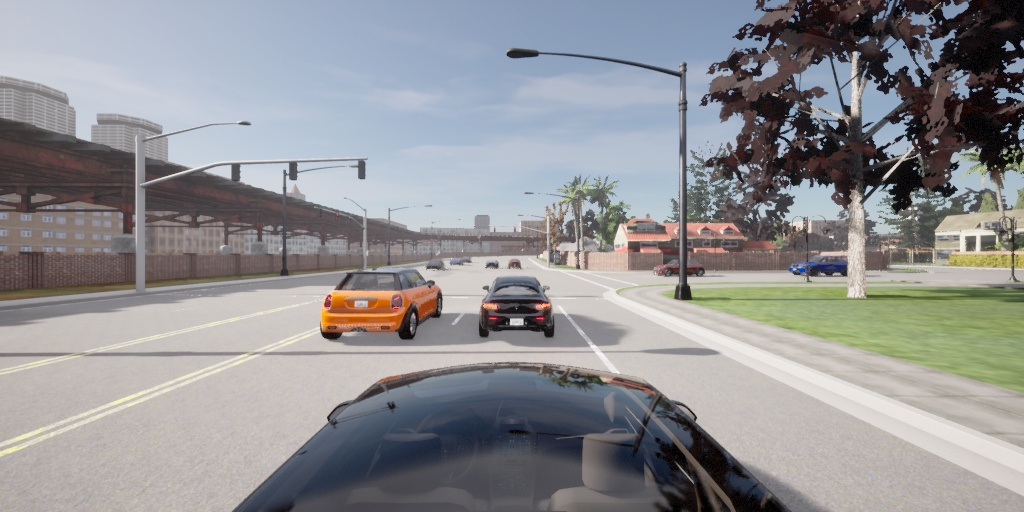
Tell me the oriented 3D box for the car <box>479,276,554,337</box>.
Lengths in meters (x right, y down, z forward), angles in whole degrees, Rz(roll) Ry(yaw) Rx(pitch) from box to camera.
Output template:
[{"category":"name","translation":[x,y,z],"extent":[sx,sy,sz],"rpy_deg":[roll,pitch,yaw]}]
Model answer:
[{"category":"car","translation":[0.122,1.276,10.145],"extent":[1.812,1.442,4.674],"rpy_deg":[0,0,0]}]

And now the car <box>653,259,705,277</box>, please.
[{"category":"car","translation":[16.275,1.103,35.104],"extent":[4.553,1.767,2.097],"rpy_deg":[0,0,-1]}]

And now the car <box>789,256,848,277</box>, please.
[{"category":"car","translation":[30.611,0.973,35.385],"extent":[5.566,2.045,2.150],"rpy_deg":[0,0,-1]}]

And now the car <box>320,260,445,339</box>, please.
[{"category":"car","translation":[-3.376,1.102,10.198],"extent":[2.097,1.767,4.553],"rpy_deg":[0,0,1]}]

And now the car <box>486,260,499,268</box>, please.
[{"category":"car","translation":[-3.079,1.222,57.158],"extent":[1.895,1.301,4.718],"rpy_deg":[0,1,0]}]

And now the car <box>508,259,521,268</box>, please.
[{"category":"car","translation":[0.414,1.162,56.118],"extent":[1.812,1.442,4.674],"rpy_deg":[0,1,0]}]
